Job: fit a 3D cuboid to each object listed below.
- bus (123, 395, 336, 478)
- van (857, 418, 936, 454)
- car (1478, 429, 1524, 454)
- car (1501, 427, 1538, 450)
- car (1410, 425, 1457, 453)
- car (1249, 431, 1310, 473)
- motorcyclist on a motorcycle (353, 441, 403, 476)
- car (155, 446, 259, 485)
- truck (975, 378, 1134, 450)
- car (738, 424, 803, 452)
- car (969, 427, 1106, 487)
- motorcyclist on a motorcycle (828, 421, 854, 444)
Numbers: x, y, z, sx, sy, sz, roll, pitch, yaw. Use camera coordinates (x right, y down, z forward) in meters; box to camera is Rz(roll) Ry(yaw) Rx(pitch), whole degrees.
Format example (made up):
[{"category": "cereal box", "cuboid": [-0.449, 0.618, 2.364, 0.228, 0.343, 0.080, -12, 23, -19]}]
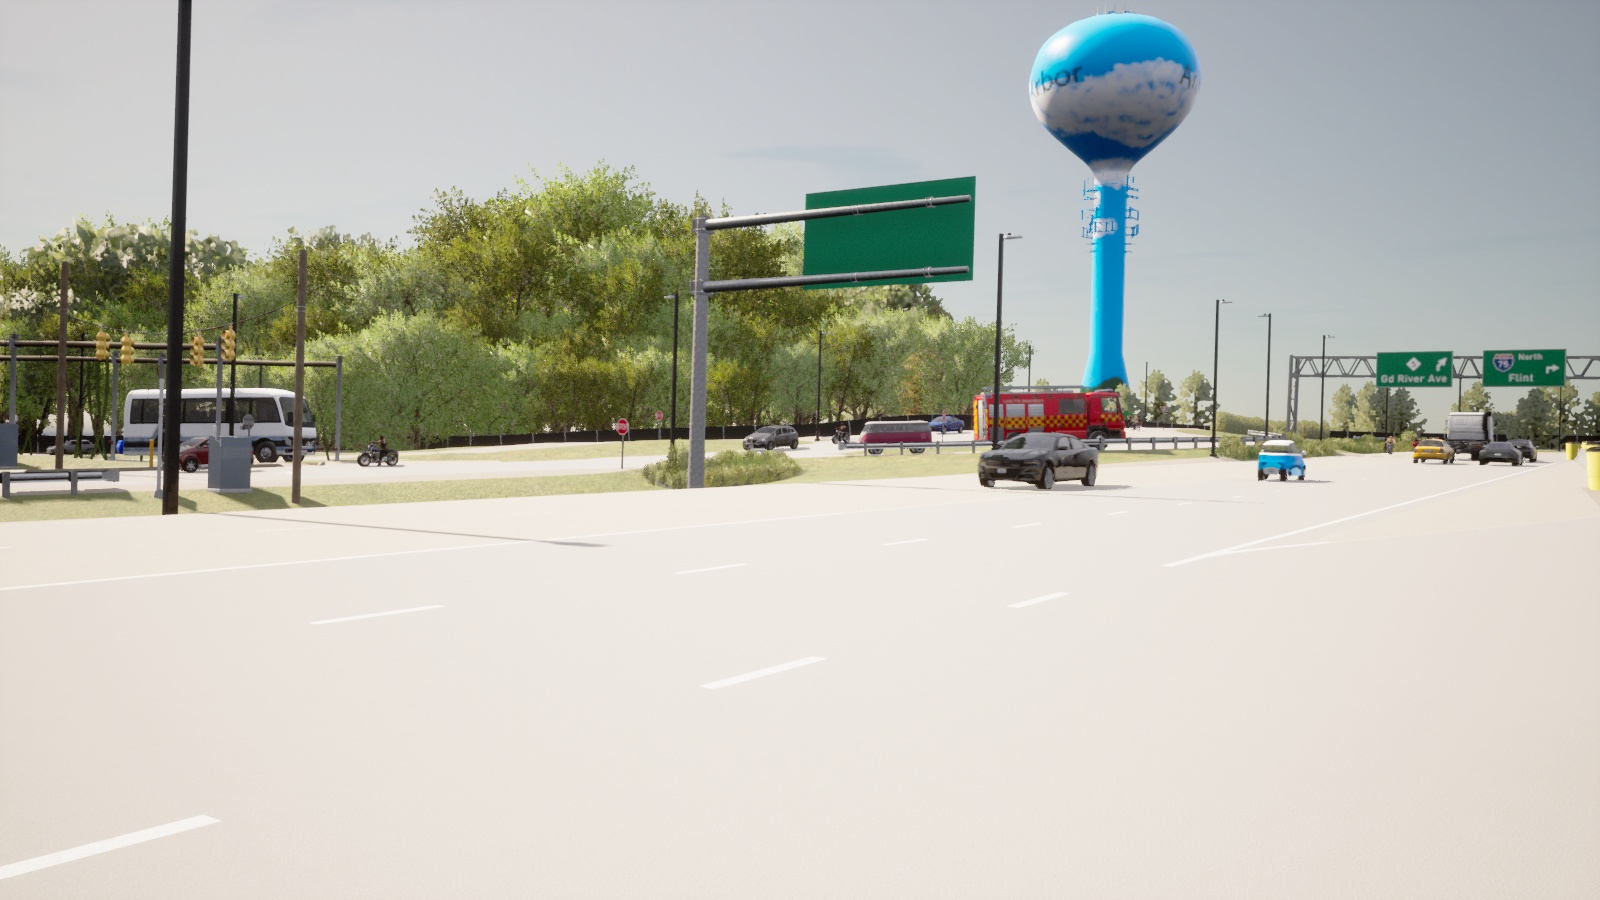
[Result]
[{"category": "bus", "cuboid": [-31.783, -0.713, 70.186, 10.273, 4.253, 3.944, -1, 0, 8]}, {"category": "van", "cuboid": [5.783, -0.845, 75.480, 4.442, 1.987, 1.775, -2, 0, -7]}, {"category": "car", "cuboid": [40.686, -0.531, 72.853, 1.994, 1.385, 4.181, 1, 1, 34]}, {"category": "car", "cuboid": [48.148, -0.815, 84.009, 1.837, 1.490, 4.892, 1, 1, 34]}, {"category": "car", "cuboid": [37.723, -0.682, 74.717, 1.801, 1.575, 5.366, 1, 1, 34]}, {"category": "car", "cuboid": [16.330, 0.049, 42.732, 1.481, 1.376, 2.207, 1, 2, 34]}, {"category": "motorcyclist on a motorcycle", "cuboid": [-20.941, 0.407, 62.406, 0.766, 1.649, 2.350, 1, 2, 35]}, {"category": "car", "cuboid": [-25.878, 0.645, 54.893, 1.789, 1.549, 3.705, 1, 1, 33]}, {"category": "truck", "cuboid": [14.785, -2.102, 73.258, 8.468, 3.827, 2.891, -2, 1, -8]}, {"category": "car", "cuboid": [-2.021, -0.866, 87.782, 2.242, 1.667, 4.611, 1, 4, 35]}, {"category": "car", "cuboid": [6.593, 0.134, 34.468, 1.882, 1.535, 5.008, 1, 1, 34]}, {"category": "motorcyclist on a motorcycle", "cuboid": [3.119, -1.328, 95.208, 0.766, 1.649, 2.350, 1, 4, 34]}]
